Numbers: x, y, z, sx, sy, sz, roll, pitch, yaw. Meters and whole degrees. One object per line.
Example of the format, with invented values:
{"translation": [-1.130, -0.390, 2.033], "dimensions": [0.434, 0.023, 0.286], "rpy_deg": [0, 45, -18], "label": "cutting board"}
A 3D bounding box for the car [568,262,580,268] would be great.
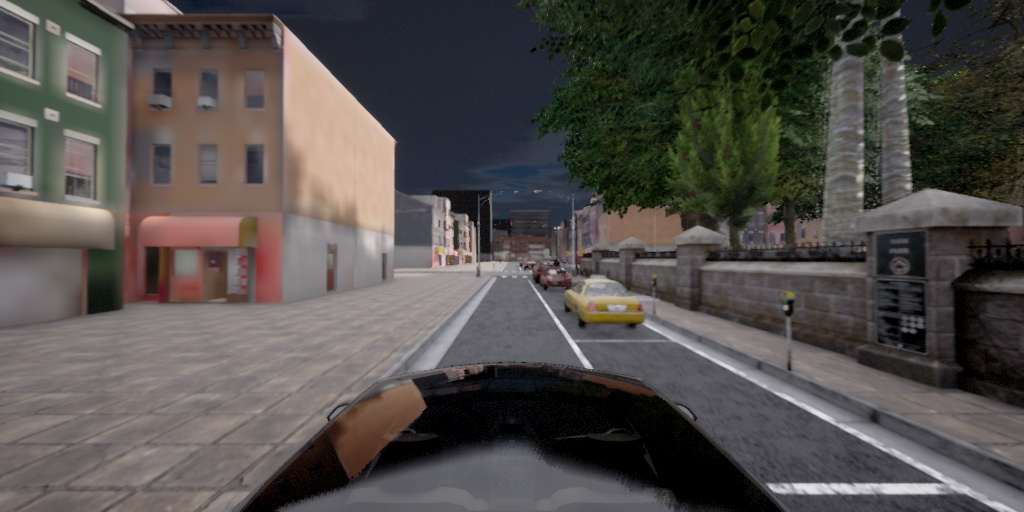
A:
{"translation": [6.038, 1.354, 39.267], "dimensions": [4.181, 1.385, 1.994], "rpy_deg": [0, -1, 0], "label": "car"}

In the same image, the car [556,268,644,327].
{"translation": [2.643, 1.276, 11.362], "dimensions": [1.751, 1.417, 4.829], "rpy_deg": [0, 0, 0], "label": "car"}

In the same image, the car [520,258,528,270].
{"translation": [2.660, 1.359, 53.969], "dimensions": [1.888, 1.381, 4.507], "rpy_deg": [0, 0, 0], "label": "car"}

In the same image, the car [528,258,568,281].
{"translation": [2.649, 1.077, 27.540], "dimensions": [2.192, 1.841, 5.009], "rpy_deg": [0, 0, 0], "label": "car"}

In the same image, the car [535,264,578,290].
{"translation": [2.647, 1.339, 22.091], "dimensions": [1.802, 1.307, 4.207], "rpy_deg": [0, 0, 0], "label": "car"}
